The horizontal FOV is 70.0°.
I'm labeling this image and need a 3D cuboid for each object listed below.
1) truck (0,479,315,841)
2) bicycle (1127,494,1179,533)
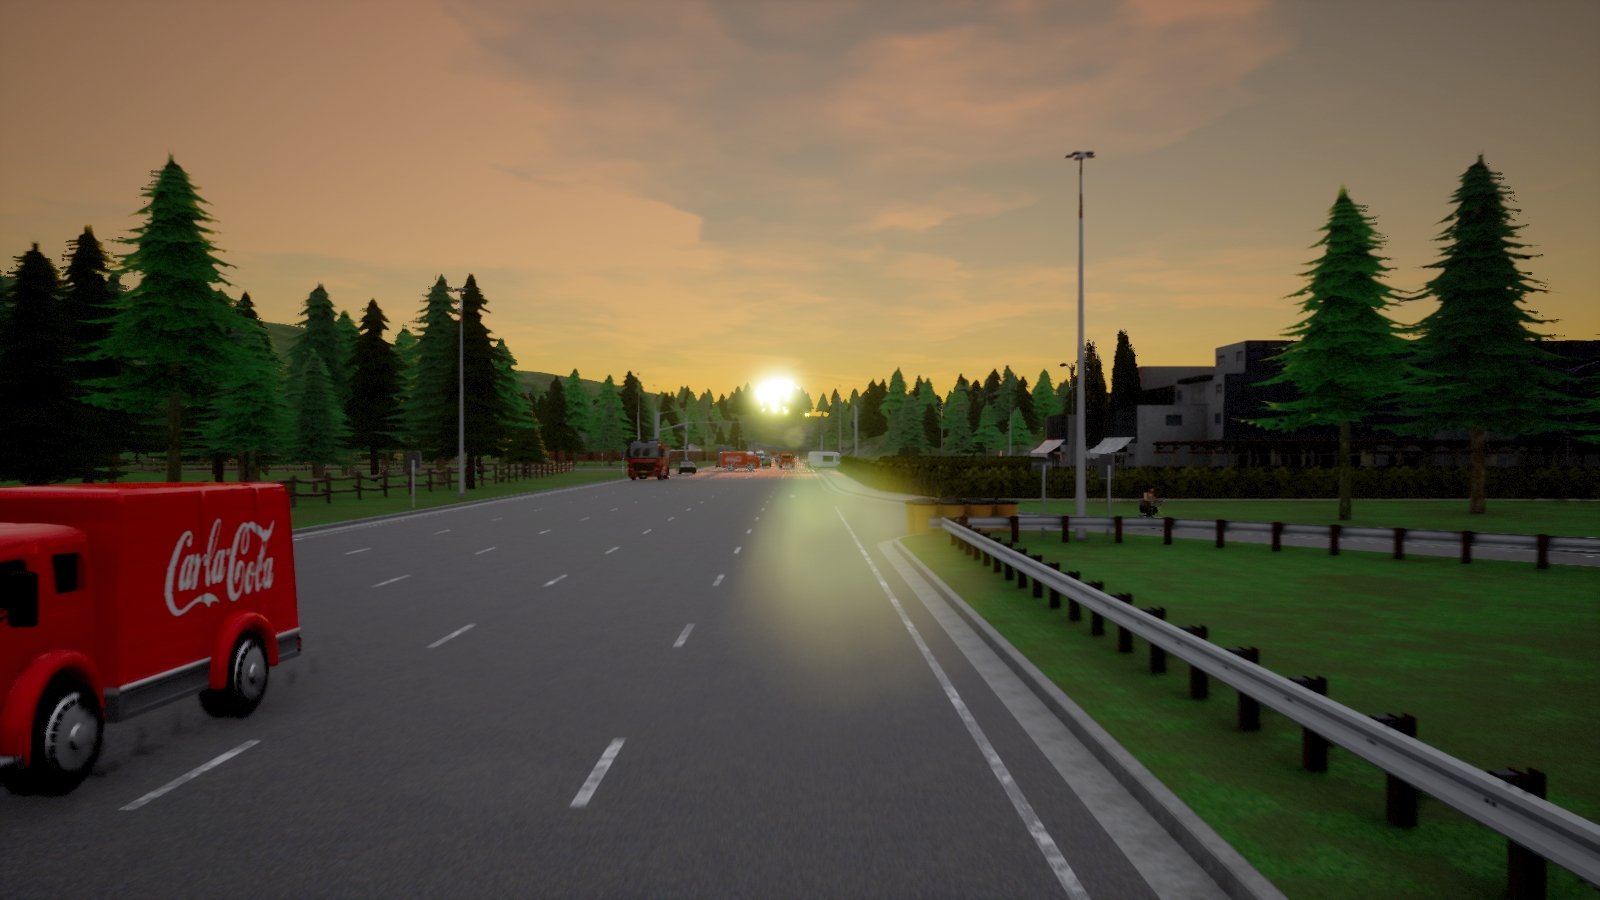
[{"bbox_3d":[-6.999,1.570,10.778,2.627,2.467,5.204,0,0,0],"label":"truck"},{"bbox_3d":[12.050,2.157,39.060,0.859,1.276,1.487,1,0,-34],"label":"bicycle"}]
